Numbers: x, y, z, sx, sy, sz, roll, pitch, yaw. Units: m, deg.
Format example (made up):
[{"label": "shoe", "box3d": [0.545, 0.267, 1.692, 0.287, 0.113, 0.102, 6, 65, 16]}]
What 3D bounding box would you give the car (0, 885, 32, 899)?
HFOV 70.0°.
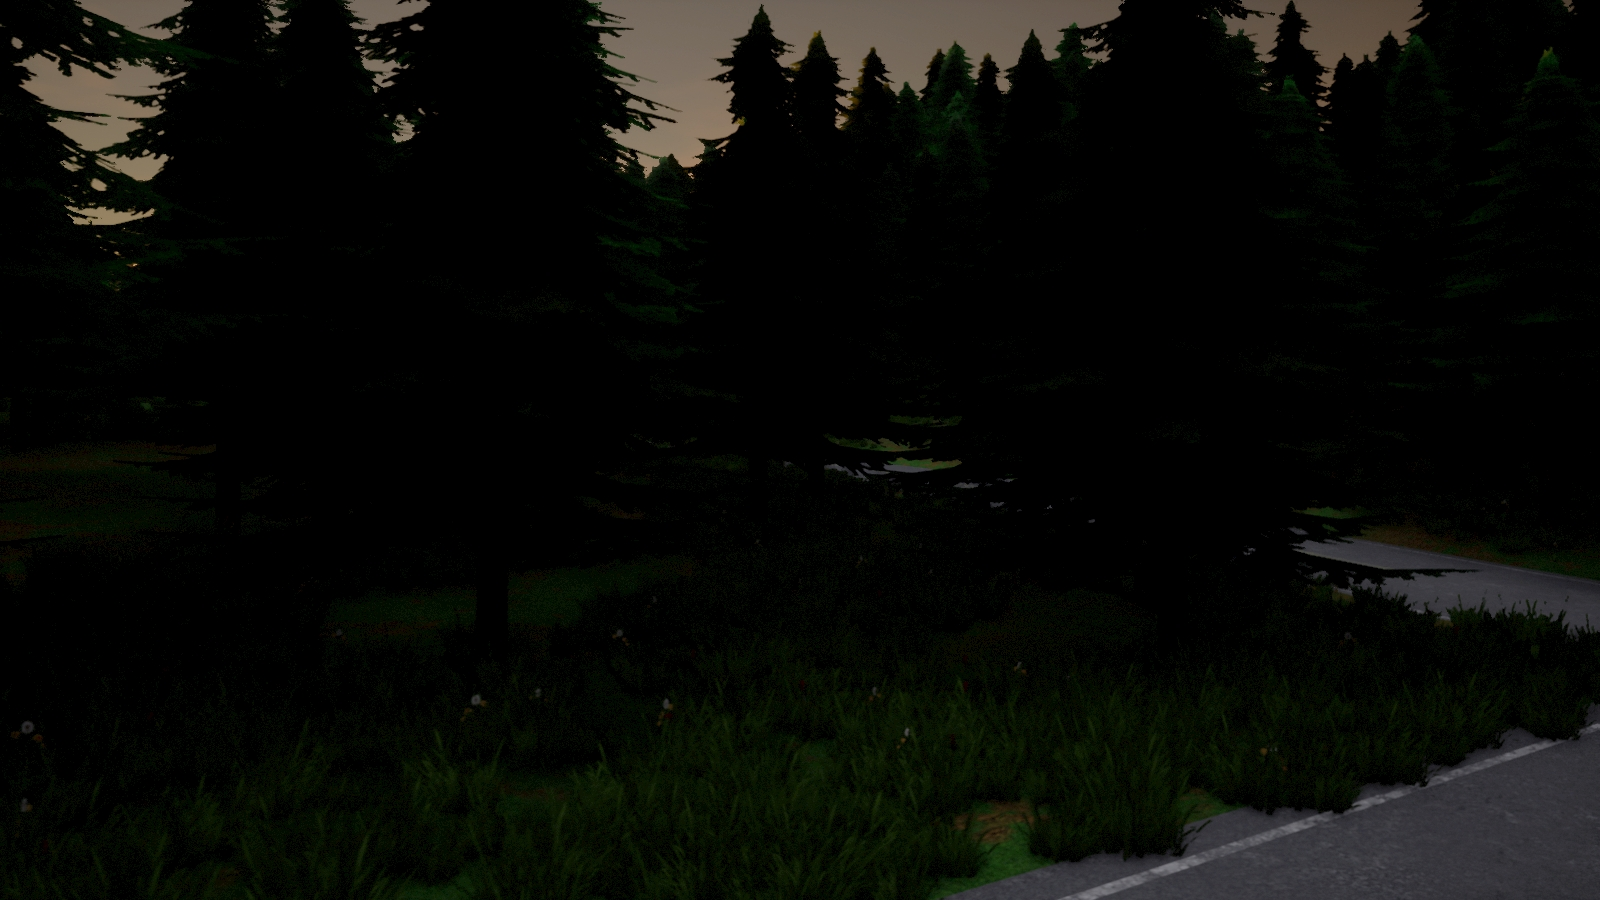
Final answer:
[{"label": "car", "box3d": [-3.662, 2.062, 1.195, 4.792, 1.488, 2.163, 0, 0, -35]}]
